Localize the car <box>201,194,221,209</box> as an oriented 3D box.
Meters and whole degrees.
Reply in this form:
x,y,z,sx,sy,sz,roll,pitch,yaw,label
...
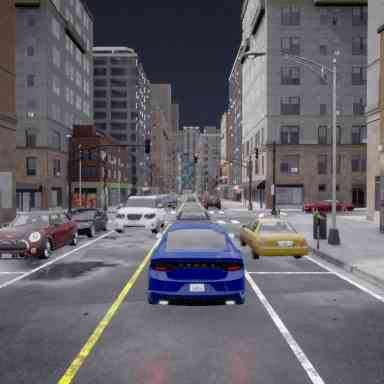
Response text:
x,y,z,sx,sy,sz,roll,pitch,yaw,label
2.775,1.350,44.598,2.192,1.841,5.009,-1,0,0,car

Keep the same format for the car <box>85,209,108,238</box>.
x,y,z,sx,sy,sz,roll,pitch,yaw,label
-5.705,1.571,17.712,1.947,1.339,4.313,-1,0,0,car

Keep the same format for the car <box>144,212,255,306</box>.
x,y,z,sx,sy,sz,roll,pitch,yaw,label
0.084,1.478,8.135,1.882,1.535,5.008,0,0,0,car

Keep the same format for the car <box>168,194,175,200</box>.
x,y,z,sx,sy,sz,roll,pitch,yaw,label
-5.828,1.513,94.857,1.967,1.590,4.097,-1,0,0,car

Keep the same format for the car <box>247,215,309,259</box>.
x,y,z,sx,sy,sz,roll,pitch,yaw,label
2.828,1.527,12.400,1.752,1.417,4.829,-1,0,0,car

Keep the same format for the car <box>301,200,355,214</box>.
x,y,z,sx,sy,sz,roll,pitch,yaw,label
13.307,1.458,32.857,4.718,1.301,1.895,-1,1,-1,car

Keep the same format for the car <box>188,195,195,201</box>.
x,y,z,sx,sy,sz,roll,pitch,yaw,label
-0.134,1.537,84.480,1.895,1.301,4.718,0,0,0,car

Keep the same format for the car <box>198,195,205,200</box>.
x,y,z,sx,sy,sz,roll,pitch,yaw,label
2.711,1.623,94.871,2.008,1.369,4.403,-1,0,0,car

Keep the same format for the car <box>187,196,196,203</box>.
x,y,z,sx,sy,sz,roll,pitch,yaw,label
-0.117,1.579,74.028,2.128,1.511,4.902,0,0,0,car

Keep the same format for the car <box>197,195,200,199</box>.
x,y,z,sx,sy,sz,roll,pitch,yaw,label
2.745,1.372,66.942,2.192,1.841,5.009,-1,0,0,car

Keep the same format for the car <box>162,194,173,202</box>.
x,y,z,sx,sy,sz,roll,pitch,yaw,label
-5.803,1.379,78.101,2.192,1.841,5.009,-1,0,0,car

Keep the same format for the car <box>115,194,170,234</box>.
x,y,z,sx,sy,sz,roll,pitch,yaw,label
-2.821,1.226,19.411,2.150,2.045,5.566,0,0,2,car

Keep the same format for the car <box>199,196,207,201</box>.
x,y,z,sx,sy,sz,roll,pitch,yaw,label
2.726,1.633,83.699,1.947,1.339,4.313,-1,0,0,car

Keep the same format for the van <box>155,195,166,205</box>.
x,y,z,sx,sy,sz,roll,pitch,yaw,label
-5.776,1.394,61.343,1.690,1.788,3.998,-1,0,0,van

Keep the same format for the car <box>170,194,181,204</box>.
x,y,z,sx,sy,sz,roll,pitch,yaw,label
-3.175,1.552,55.229,1.837,1.490,4.892,0,0,0,car

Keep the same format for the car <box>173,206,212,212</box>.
x,y,z,sx,sy,sz,roll,pitch,yaw,label
0.073,1.605,17.498,1.895,1.301,4.718,0,0,0,car

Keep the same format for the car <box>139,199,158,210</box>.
x,y,z,sx,sy,sz,roll,pitch,yaw,label
-5.748,1.601,44.585,1.947,1.339,4.313,-1,0,0,car

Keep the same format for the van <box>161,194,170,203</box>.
x,y,z,sx,sy,sz,roll,pitch,yaw,label
-5.794,1.402,72.515,1.690,1.788,3.998,-1,0,0,van

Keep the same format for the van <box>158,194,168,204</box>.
x,y,z,sx,sy,sz,roll,pitch,yaw,label
-5.785,1.398,66.929,1.690,1.788,3.998,-1,0,0,van

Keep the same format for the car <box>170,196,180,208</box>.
x,y,z,sx,sy,sz,roll,pitch,yaw,label
-3.167,1.584,45.331,2.033,1.411,5.357,0,0,0,car

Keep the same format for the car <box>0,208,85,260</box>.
x,y,z,sx,sy,sz,roll,pitch,yaw,label
-5.697,1.442,12.215,1.967,1.590,4.097,-1,0,0,car

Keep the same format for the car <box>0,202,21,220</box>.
x,y,z,sx,sy,sz,roll,pitch,yaw,label
-18.136,1.665,29.497,5.008,1.535,1.882,0,1,-1,car

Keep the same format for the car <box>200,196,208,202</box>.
x,y,z,sx,sy,sz,roll,pitch,yaw,label
2.733,1.590,78.284,1.752,1.417,4.829,-1,0,0,car

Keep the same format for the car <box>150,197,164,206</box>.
x,y,z,sx,sy,sz,roll,pitch,yaw,label
-5.765,1.572,55.587,1.752,1.417,4.829,-1,0,0,car
